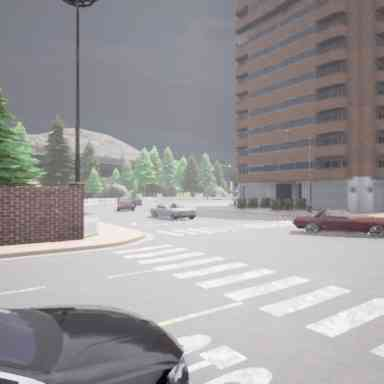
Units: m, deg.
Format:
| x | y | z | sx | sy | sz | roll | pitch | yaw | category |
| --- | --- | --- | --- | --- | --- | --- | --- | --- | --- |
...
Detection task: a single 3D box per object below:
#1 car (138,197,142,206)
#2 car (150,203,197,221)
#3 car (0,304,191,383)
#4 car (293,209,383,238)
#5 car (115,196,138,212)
| x | y | z | sx | sy | sz | roll | pitch | yaw | category |
| --- | --- | --- | --- | --- | --- | --- | --- | --- | --- |
| -9.018 | 1.432 | 50.734 | 1.837 | 1.490 | 4.892 | 0 | 1 | 7 | car |
| -1.557 | 1.535 | 26.656 | 1.895 | 1.301 | 4.718 | 0 | 0 | -33 | car |
| -2.235 | 1.492 | 2.152 | 4.902 | 1.511 | 2.128 | 0 | 0 | -36 | car |
| 7.784 | 1.560 | 17.216 | 4.718 | 1.301 | 1.895 | 0 | 0 | 27 | car |
| -7.693 | 1.460 | 38.340 | 1.812 | 1.442 | 4.674 | 0 | 0 | -16 | car |
